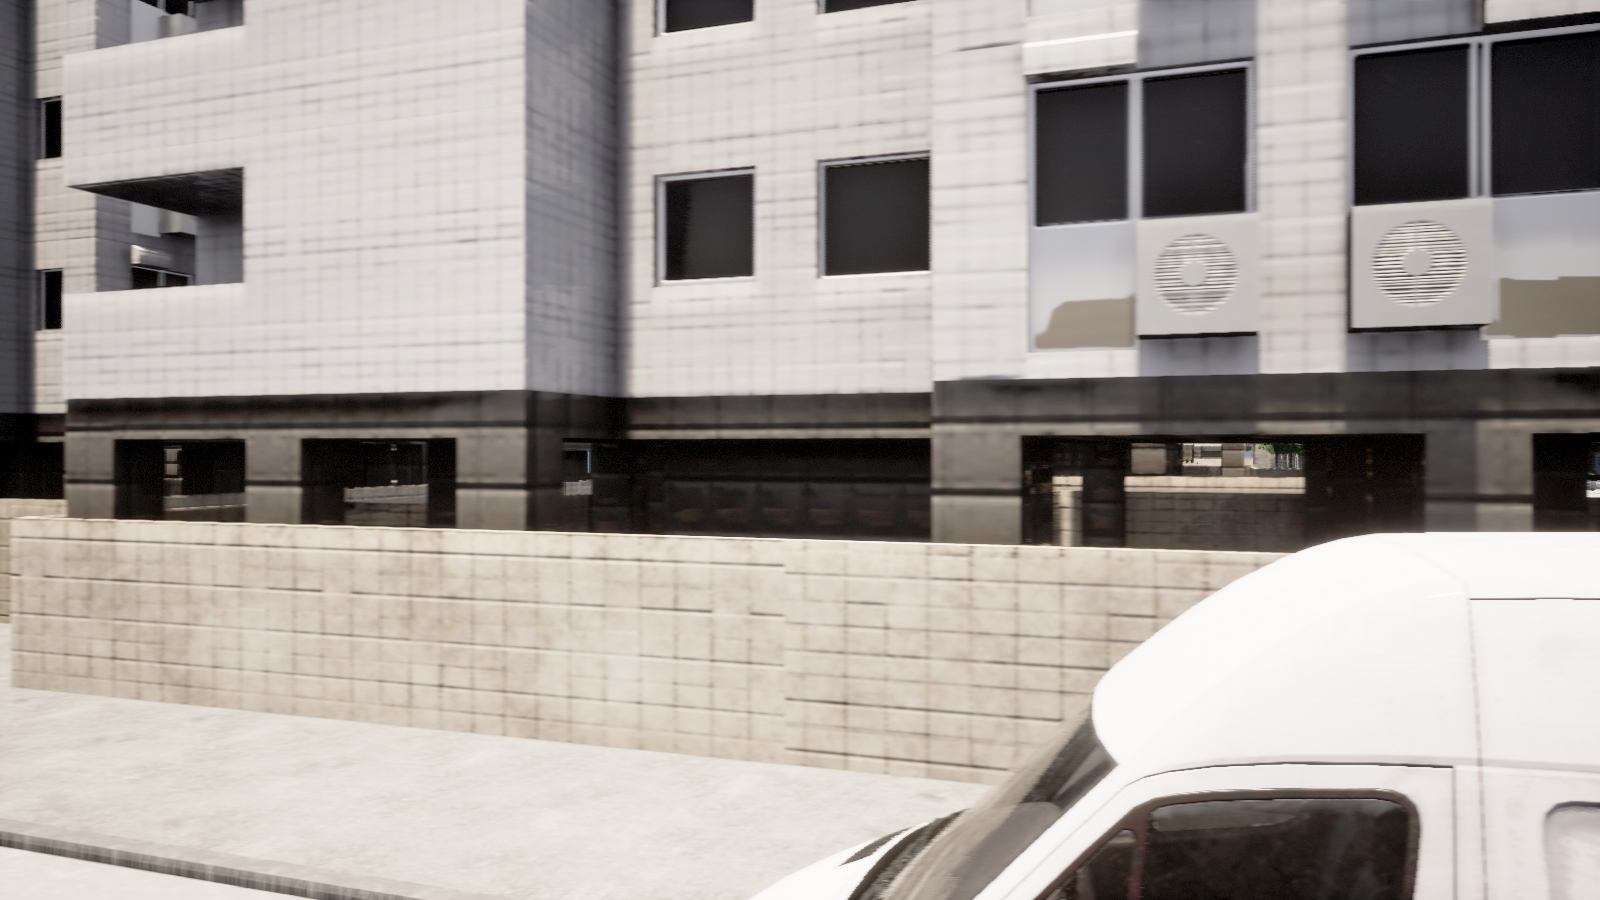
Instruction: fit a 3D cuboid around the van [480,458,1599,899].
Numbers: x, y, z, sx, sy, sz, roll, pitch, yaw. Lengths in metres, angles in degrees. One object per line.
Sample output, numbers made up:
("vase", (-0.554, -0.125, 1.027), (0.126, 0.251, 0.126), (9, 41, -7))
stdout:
("van", (2.249, 1.314, 3.056), (5.915, 2.561, 1.988), (0, 0, 20))
